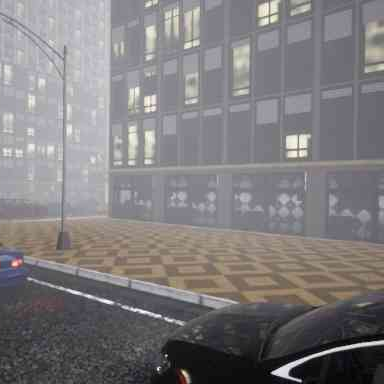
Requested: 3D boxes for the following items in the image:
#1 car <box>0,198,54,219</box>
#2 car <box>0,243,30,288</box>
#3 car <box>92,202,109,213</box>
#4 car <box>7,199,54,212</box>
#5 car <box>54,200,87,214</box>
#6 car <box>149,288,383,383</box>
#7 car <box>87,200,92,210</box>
[{"bbox_3d":[-16.025,1.512,30.938,2.192,1.841,5.009,1,0,37],"label":"car"},{"bbox_3d":[-6.070,1.541,8.032,5.357,1.411,2.033,0,0,36],"label":"car"},{"bbox_3d":[-9.210,1.823,40.136,1.752,1.417,4.829,1,0,37],"label":"car"},{"bbox_3d":[-19.505,1.634,40.319,1.752,1.417,4.829,1,0,37],"label":"car"},{"bbox_3d":[-14.856,1.750,36.858,2.033,1.411,5.357,1,0,37],"label":"car"},{"bbox_3d":[1.850,1.505,2.363,4.892,1.490,1.837,0,0,35],"label":"car"},{"bbox_3d":[-14.321,1.744,42.948,2.033,1.411,5.357,1,0,37],"label":"car"}]
